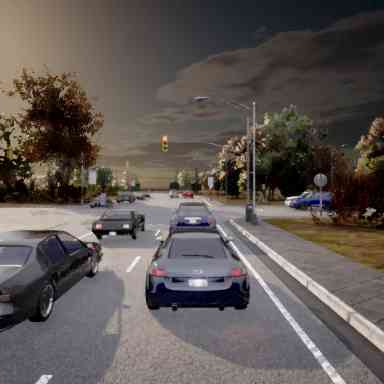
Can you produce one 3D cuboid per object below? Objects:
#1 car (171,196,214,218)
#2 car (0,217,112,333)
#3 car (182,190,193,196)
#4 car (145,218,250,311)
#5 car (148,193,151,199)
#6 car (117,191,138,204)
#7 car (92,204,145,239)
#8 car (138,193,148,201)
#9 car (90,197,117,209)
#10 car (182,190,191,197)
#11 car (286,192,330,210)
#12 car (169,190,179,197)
[{"bbox_3d":[0.029,1.270,16.431,2.097,1.767,4.553,0,0,0],"label":"car"},{"bbox_3d":[-3.423,1.527,7.106,2.033,1.411,5.357,0,0,-1],"label":"car"},{"bbox_3d":[-0.845,0.561,83.517,2.150,2.045,5.566,0,1,-4],"label":"car"},{"bbox_3d":[0.074,1.540,7.798,1.994,1.385,4.181,0,0,-1],"label":"car"},{"bbox_3d":[-11.272,0.960,81.860,1.895,1.301,4.718,0,1,-2],"label":"car"},{"bbox_3d":[-10.834,0.868,54.611,2.150,2.045,5.566,0,1,0],"label":"car"},{"bbox_3d":[-3.492,1.517,16.750,1.895,1.301,4.718,0,0,-1],"label":"car"},{"bbox_3d":[-10.856,1.002,68.654,1.882,1.535,5.008,0,1,-1],"label":"car"},{"bbox_3d":[-10.775,1.316,39.880,1.994,1.385,4.181,0,0,0],"label":"car"},{"bbox_3d":[-1.671,0.388,94.164,2.097,1.767,4.553,0,1,-7],"label":"car"},{"bbox_3d":[13.988,0.991,37.509,5.566,2.045,2.150,0,0,-3],"label":"car"},{"bbox_3d":[-4.394,0.882,84.193,1.994,1.385,4.181,0,1,-4],"label":"car"}]
